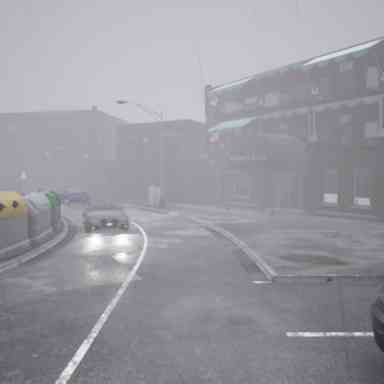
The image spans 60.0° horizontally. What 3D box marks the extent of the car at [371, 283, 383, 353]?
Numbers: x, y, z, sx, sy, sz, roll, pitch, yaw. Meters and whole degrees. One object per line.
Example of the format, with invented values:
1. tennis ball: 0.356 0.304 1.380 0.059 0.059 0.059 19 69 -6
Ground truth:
1. car: 4.620 1.461 3.624 4.892 1.521 2.231 0 1 0

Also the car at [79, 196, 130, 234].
1. car: -4.405 1.174 16.794 1.994 1.385 4.181 -1 3 -21

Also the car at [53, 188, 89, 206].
1. car: -11.545 0.358 30.120 5.008 1.535 1.882 0 3 31
